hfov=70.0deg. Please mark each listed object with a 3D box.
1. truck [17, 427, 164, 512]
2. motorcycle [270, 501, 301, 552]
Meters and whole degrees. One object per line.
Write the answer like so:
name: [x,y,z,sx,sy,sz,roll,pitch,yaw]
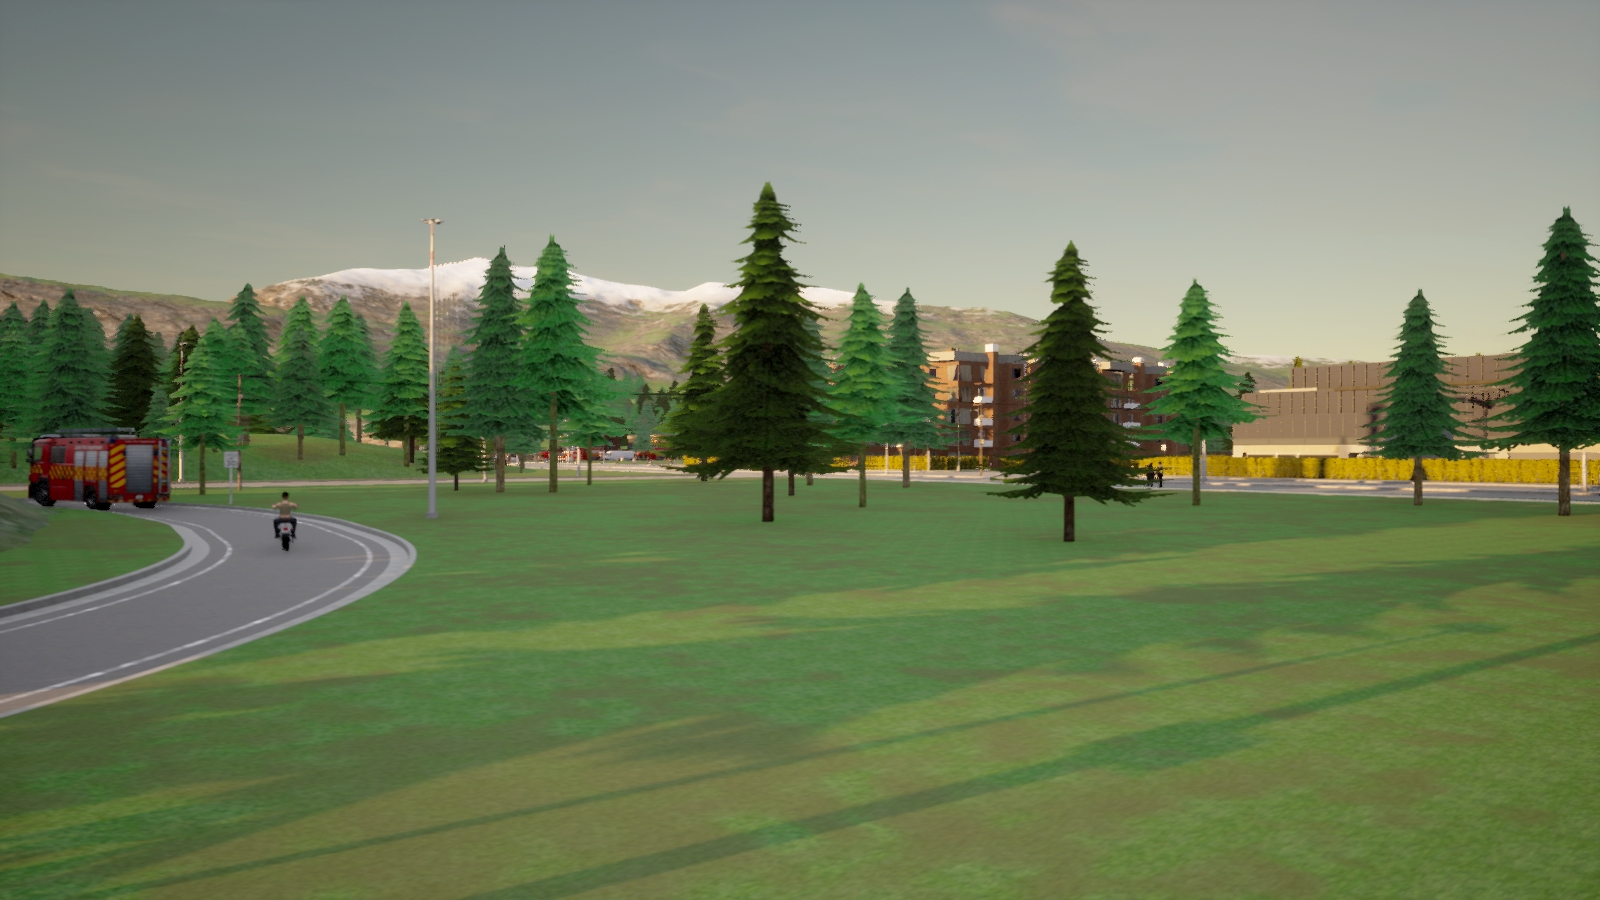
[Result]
truck: [-34.469,0.890,55.393,8.468,3.827,2.891,0,0,34]
motorcycle: [-14.727,2.155,32.691,0.764,1.307,2.356,-1,0,-25]
